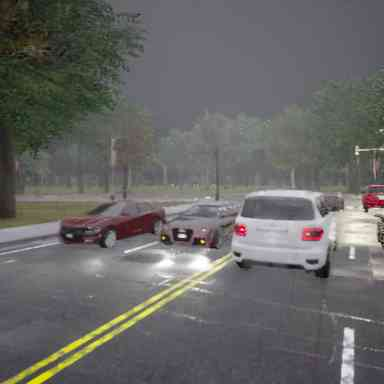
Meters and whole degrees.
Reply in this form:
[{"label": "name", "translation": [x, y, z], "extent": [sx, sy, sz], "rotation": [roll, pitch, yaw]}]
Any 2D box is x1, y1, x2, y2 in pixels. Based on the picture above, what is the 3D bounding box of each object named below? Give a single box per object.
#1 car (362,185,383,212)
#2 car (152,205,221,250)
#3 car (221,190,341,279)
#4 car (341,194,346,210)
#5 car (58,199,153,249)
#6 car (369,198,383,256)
[{"label": "car", "translation": [14.496, 0.469, 25.743], "extent": [2.150, 2.045, 5.566], "rotation": [1, 2, 26]}, {"label": "car", "translation": [0.559, 1.187, 12.567], "extent": [1.994, 1.385, 4.181], "rotation": [1, 2, 26]}, {"label": "car", "translation": [2.884, 0.944, 9.496], "extent": [2.150, 2.045, 5.566], "rotation": [1, 2, 26]}, {"label": "car", "translation": [11.813, 0.664, 28.006], "extent": [2.128, 1.511, 4.902], "rotation": [1, 2, 24]}, {"label": "car", "translation": [-2.857, 1.082, 12.987], "extent": [1.882, 1.535, 5.008], "rotation": [1, 2, 26]}, {"label": "car", "translation": [7.103, 1.182, 10.711], "extent": [2.128, 1.511, 4.902], "rotation": [1, 2, 26]}]
